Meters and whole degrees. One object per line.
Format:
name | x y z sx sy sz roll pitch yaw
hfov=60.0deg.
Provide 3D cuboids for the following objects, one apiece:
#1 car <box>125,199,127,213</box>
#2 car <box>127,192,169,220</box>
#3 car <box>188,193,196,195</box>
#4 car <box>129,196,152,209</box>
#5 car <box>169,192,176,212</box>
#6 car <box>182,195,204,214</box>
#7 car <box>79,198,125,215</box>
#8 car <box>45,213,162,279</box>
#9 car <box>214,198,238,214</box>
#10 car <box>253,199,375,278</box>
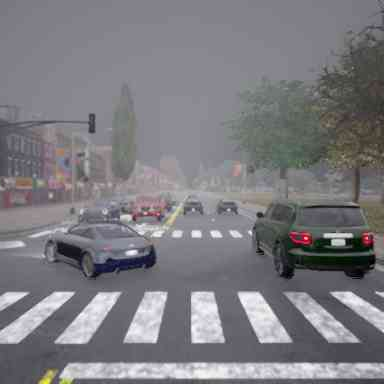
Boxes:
car | -6.568 1.414 32.704 1.994 1.385 4.181 0 1 0
car | -3.336 1.138 26.376 2.150 2.045 5.566 0 0 0
car | 0.050 0.927 65.839 2.128 1.511 4.902 0 1 0
car | -6.526 1.269 43.035 2.033 1.411 5.357 0 1 1
car | -3.303 1.024 36.738 2.150 2.045 5.566 0 1 1
car | 0.126 1.349 33.227 1.837 1.490 4.892 0 1 0
car | -6.580 1.287 24.102 2.097 1.767 4.553 0 0 0
car | -2.931 1.568 10.264 1.994 1.385 4.181 0 0 -42
car | 3.376 1.351 33.035 1.837 1.490 4.892 0 1 0
car | 3.355 1.227 10.289 2.150 2.045 5.566 0 0 0
